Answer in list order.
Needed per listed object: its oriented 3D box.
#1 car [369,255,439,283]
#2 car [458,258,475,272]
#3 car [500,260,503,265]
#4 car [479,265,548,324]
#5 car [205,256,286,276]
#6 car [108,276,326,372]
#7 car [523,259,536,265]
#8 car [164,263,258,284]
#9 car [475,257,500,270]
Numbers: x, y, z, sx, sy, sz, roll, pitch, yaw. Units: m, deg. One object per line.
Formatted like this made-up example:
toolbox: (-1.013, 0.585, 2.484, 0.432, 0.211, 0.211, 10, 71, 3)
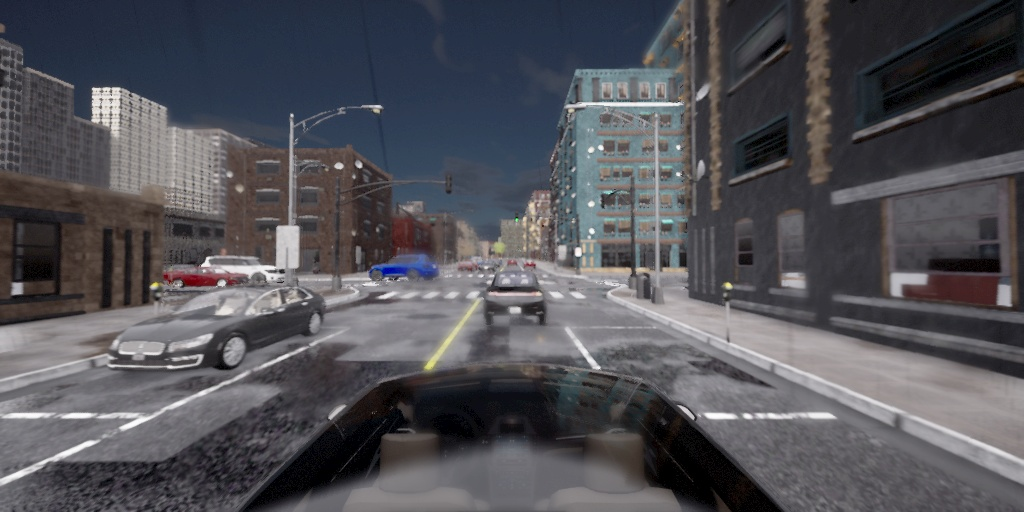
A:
car: (-8.499, 0.998, 28.218, 5.566, 2.045, 2.150, -1, -2, 18)
car: (-5.720, 1.277, 45.593, 1.888, 1.381, 4.507, 0, 0, 0)
car: (-2.981, 1.215, 61.178, 2.128, 1.511, 4.902, 0, 0, 1)
car: (0.127, 1.238, 11.958, 2.128, 1.511, 4.902, 0, 0, 1)
car: (-19.035, 1.073, 25.633, 5.566, 2.045, 2.150, 1, -1, 1)
car: (-5.684, 1.299, 7.637, 2.007, 1.370, 4.403, 0, 0, 0)
car: (2.750, 1.166, 57.014, 1.967, 1.591, 4.097, 0, 0, 0)
car: (-19.272, 1.356, 22.898, 4.507, 1.381, 1.888, 0, 0, 1)
car: (-3.042, 1.223, 45.061, 2.128, 1.511, 4.902, 0, 0, 0)
